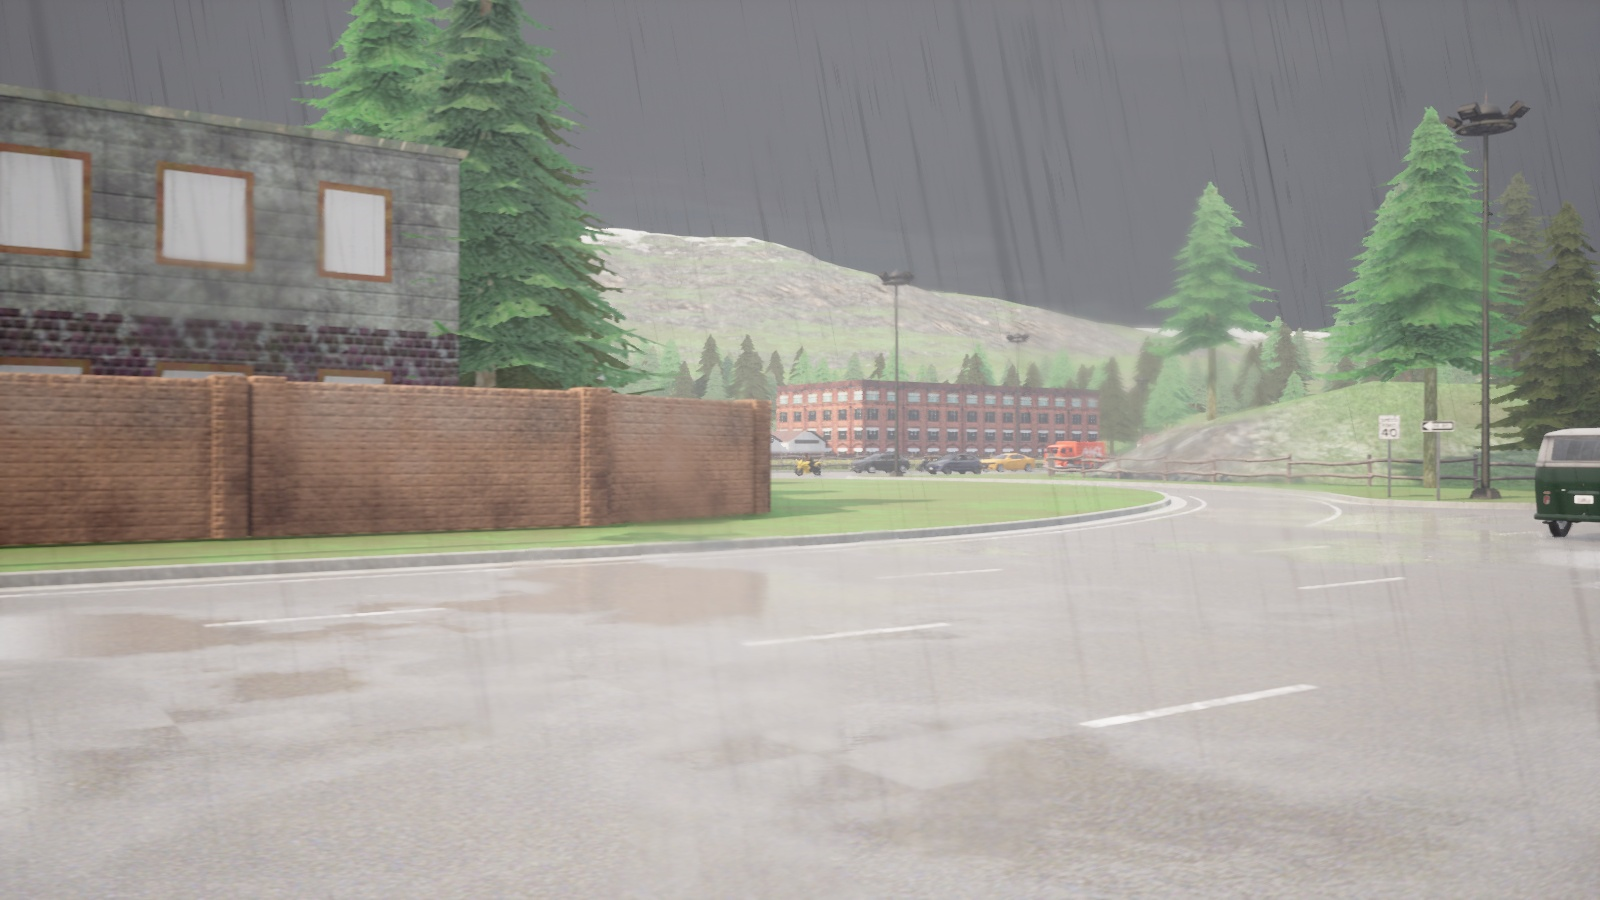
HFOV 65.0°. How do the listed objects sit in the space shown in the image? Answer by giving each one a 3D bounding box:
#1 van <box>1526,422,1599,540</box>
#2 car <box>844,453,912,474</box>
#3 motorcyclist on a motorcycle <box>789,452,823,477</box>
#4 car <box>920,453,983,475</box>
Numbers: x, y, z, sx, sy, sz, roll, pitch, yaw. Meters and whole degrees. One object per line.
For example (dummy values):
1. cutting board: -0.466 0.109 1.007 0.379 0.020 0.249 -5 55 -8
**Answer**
1. van: 15.163 0.522 22.744 4.442 1.987 1.775 0 0 -35
2. car: 5.786 0.964 92.477 4.892 1.490 1.837 0 0 -35
3. motorcyclist on a motorcycle: 0.376 0.923 80.217 2.044 1.523 0.797 0 0 -35
4. car: 10.526 0.950 87.243 4.193 1.474 1.816 0 0 -35
